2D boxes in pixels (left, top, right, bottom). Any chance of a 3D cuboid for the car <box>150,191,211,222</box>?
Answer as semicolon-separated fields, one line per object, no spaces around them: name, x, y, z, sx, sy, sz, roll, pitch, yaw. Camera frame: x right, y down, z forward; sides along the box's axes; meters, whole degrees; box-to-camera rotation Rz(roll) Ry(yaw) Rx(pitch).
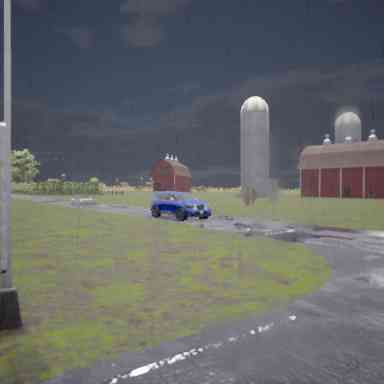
car;-1.010;0.974;24.605;2.150;2.045;5.566;0;1;-37

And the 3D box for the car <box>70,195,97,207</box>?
car;-13.402;1.081;41.034;1.895;1.301;4.718;0;1;-37

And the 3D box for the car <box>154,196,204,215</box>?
car;-1.265;1.190;30.224;1.837;1.490;4.892;3;-1;-41
